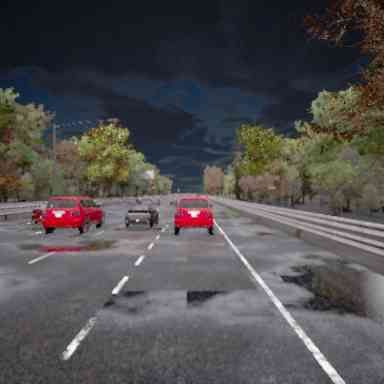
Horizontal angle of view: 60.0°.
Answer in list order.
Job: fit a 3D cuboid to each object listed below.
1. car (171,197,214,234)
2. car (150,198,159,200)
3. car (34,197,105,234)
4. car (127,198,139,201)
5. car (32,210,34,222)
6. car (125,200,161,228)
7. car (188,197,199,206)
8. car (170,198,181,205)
[{"bbox_3d":[0.108,1.303,20.019,2.150,2.045,5.566,0,0,0],"label":"car"},{"bbox_3d":[-6.673,1.793,59.913,2.033,1.411,5.357,0,0,0],"label":"car"},{"bbox_3d":[-6.892,1.302,19.857,2.150,2.045,5.566,0,0,0],"label":"car"},{"bbox_3d":[-10.192,1.731,58.515,2.128,1.511,4.902,0,0,0],"label":"car"},{"bbox_3d":[-10.380,1.579,25.522,1.882,1.535,5.008,0,0,0],"label":"car"},{"bbox_3d":[-3.387,1.585,23.146,2.128,1.511,4.902,0,0,0],"label":"car"},{"bbox_3d":[0.329,1.730,61.532,1.882,1.535,5.008,0,-1,0],"label":"car"},{"bbox_3d":[-3.142,1.870,65.346,1.895,1.301,4.718,0,0,0],"label":"car"}]
